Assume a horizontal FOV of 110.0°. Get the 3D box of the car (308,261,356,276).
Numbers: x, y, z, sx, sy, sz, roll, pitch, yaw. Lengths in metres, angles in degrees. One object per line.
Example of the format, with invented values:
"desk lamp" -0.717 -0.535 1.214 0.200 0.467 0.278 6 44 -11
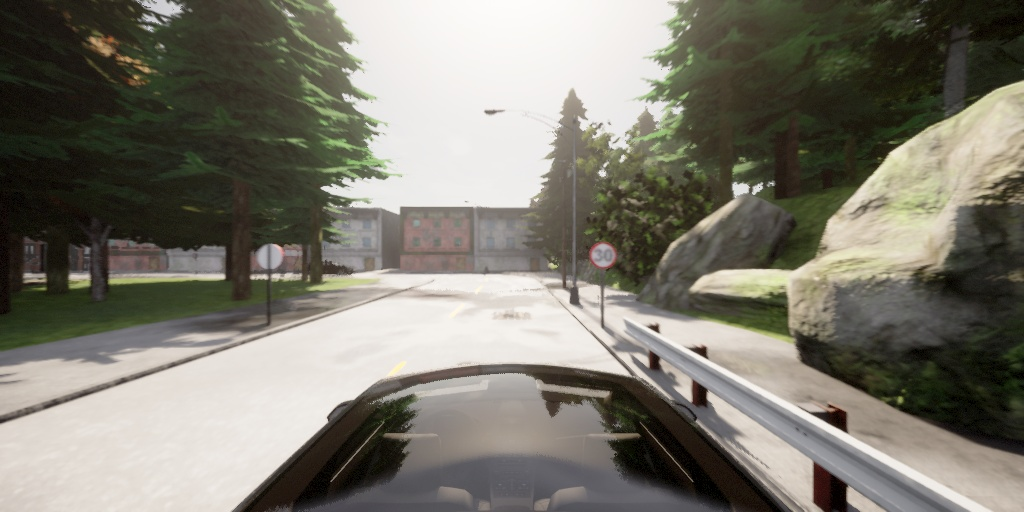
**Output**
"car" -18.276 1.216 35.985 5.008 1.535 1.882 0 0 1
